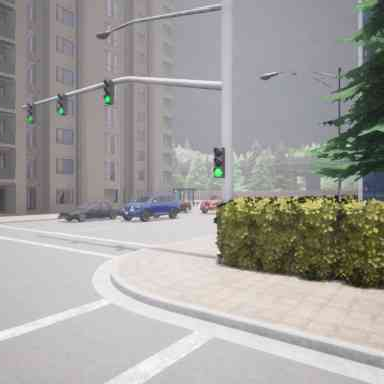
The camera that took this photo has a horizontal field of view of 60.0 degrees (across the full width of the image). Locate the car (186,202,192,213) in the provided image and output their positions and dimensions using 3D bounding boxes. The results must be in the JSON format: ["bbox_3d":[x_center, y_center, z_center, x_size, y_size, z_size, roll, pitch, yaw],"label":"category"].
[{"bbox_3d":[-2.053,1.478,34.453,1.882,1.535,5.008,0,0,36],"label":"car"}]

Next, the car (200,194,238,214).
[{"bbox_3d":[3.109,1.221,35.563,2.150,2.045,5.566,0,0,36],"label":"car"}]

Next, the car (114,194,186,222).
[{"bbox_3d":[-3.237,1.221,26.930,2.150,2.045,5.566,0,0,36],"label":"car"}]

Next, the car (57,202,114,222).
[{"bbox_3d":[-7.859,1.547,26.545,2.033,1.411,5.357,0,0,36],"label":"car"}]
